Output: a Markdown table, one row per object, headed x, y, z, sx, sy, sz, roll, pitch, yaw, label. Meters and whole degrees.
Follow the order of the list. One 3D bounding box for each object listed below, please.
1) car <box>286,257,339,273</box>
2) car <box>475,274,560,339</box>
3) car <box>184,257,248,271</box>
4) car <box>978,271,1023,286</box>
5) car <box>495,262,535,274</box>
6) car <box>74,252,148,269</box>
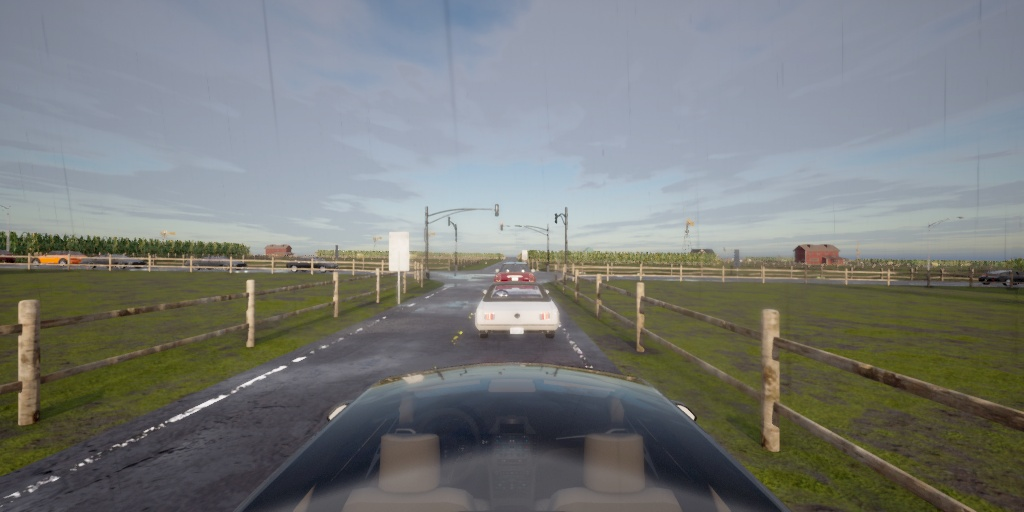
| x | y | z | sx | sy | sz | roll | pitch | yaw | label |
| --- | --- | --- | --- | --- | --- | --- | --- | --- | --- |
| -20.334 | 0.896 | 36.664 | 4.892 | 1.490 | 1.837 | 1 | 0 | 0 | car |
| 0.120 | 1.351 | 10.080 | 1.895 | 1.301 | 4.718 | 0 | 0 | 0 | car |
| -30.223 | 0.759 | 36.694 | 5.357 | 1.411 | 2.033 | 1 | 0 | 1 | car |
| 50.703 | 2.256 | 36.485 | 4.892 | 1.490 | 1.837 | 1 | 0 | 0 | car |
| 0.171 | 1.103 | 19.068 | 2.097 | 1.767 | 4.553 | 0 | 0 | 1 | car |
| -40.745 | 0.570 | 36.727 | 5.357 | 1.411 | 2.033 | 1 | 0 | 1 | car |
